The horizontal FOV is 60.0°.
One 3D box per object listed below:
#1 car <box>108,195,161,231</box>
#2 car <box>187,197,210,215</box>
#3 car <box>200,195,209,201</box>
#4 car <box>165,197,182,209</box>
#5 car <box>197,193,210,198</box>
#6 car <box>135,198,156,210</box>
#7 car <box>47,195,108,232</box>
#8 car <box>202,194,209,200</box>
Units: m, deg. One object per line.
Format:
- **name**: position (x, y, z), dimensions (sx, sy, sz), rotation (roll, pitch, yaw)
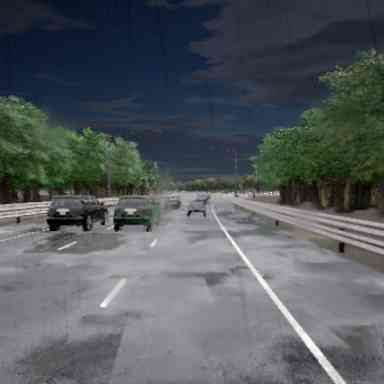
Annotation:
- **car**: position (-3.260, 1.212, 20.614), dimensions (2.150, 2.045, 5.566), rotation (0, 0, 1)
- **car**: position (0.508, 1.538, 33.282), dimensions (2.033, 1.411, 5.357), rotation (0, 0, 2)
- **car**: position (2.963, 1.381, 78.855), dimensions (1.837, 1.490, 4.892), rotation (0, 0, 4)
- **car**: position (-2.483, 1.461, 44.610), dimensions (2.128, 1.511, 4.902), rotation (0, 0, 3)
- **car**: position (1.670, 1.302, 58.988), dimensions (2.097, 1.767, 4.553), rotation (0, 0, 3)
- **car**: position (-6.031, 1.524, 43.408), dimensions (1.994, 1.385, 4.181), rotation (0, 0, 3)
- **car**: position (-6.763, 1.201, 20.237), dimensions (2.150, 2.045, 5.566), rotation (0, 0, 1)
- **car**: position (3.706, 1.363, 89.756), dimensions (1.812, 1.442, 4.674), rotation (0, 0, 4)
